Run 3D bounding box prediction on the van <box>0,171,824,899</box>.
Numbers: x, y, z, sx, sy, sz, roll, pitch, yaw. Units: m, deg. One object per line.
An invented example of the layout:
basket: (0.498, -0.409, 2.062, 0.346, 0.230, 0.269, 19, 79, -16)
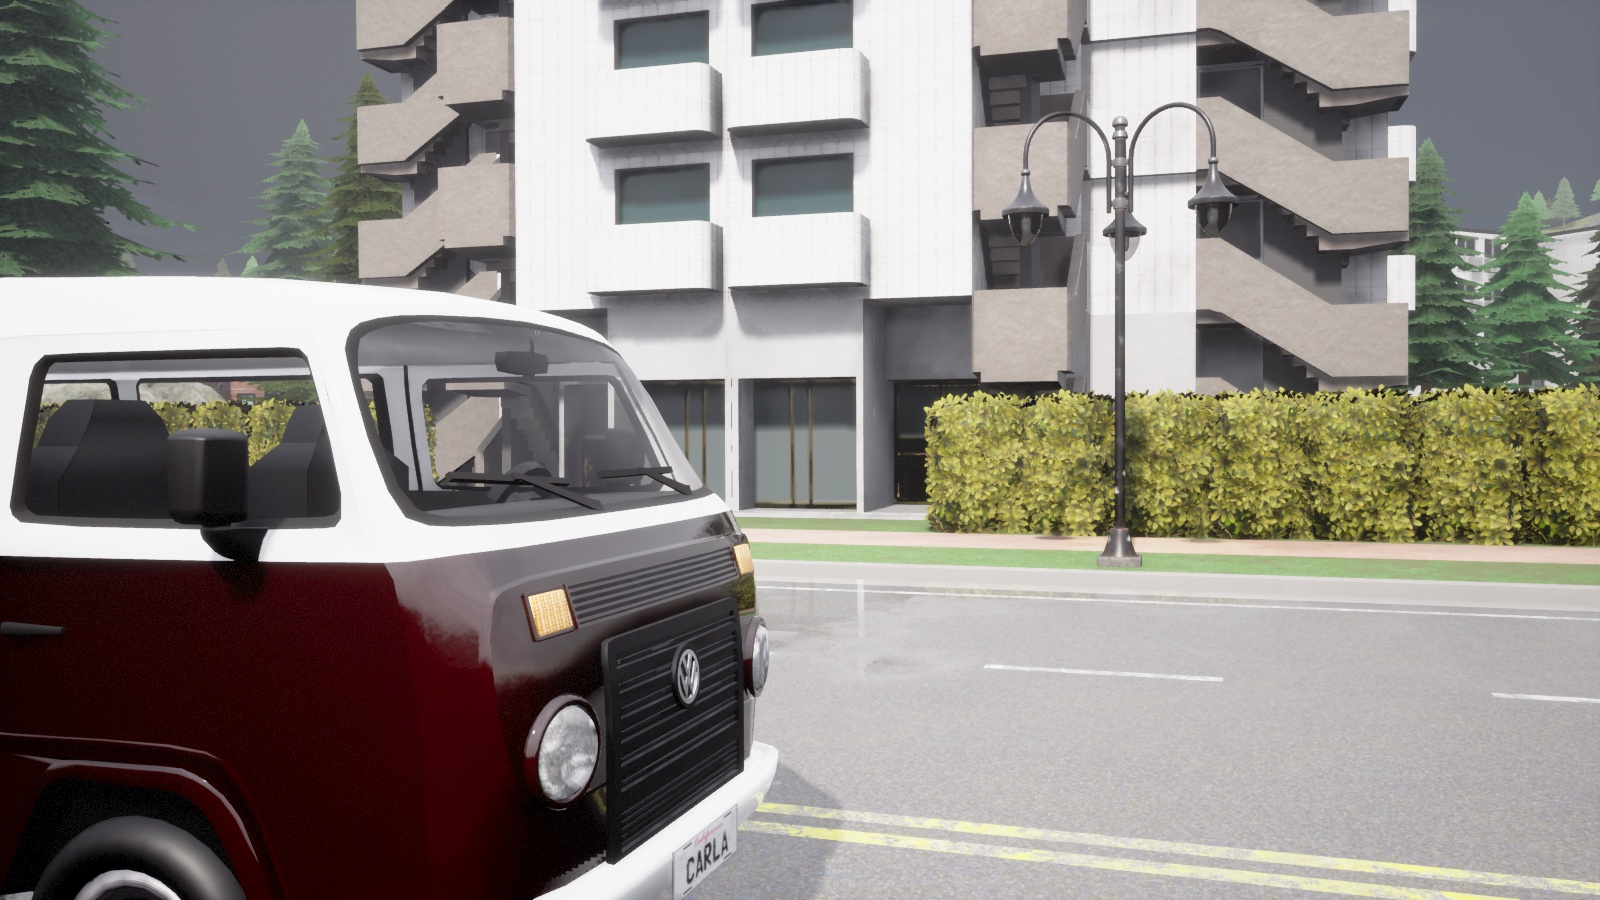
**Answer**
van: (-2.375, 0.477, 3.985, 4.480, 2.038, 2.069, 1, 1, 18)
